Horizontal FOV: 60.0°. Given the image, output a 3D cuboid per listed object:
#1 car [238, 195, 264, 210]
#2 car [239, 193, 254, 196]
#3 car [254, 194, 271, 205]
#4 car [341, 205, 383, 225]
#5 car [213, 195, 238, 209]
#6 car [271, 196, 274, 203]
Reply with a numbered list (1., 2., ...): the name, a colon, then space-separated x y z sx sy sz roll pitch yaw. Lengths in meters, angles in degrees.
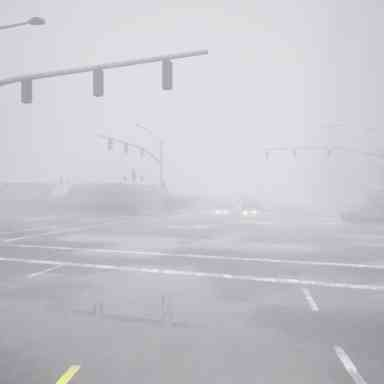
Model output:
1. car: 7.716 1.491 43.184 2.128 1.511 4.902 0 0 17
2. car: 9.548 1.221 61.117 2.150 2.045 5.566 0 0 16
3. car: 11.988 1.526 57.148 1.812 1.442 4.674 0 0 17
4. car: 12.919 1.613 23.736 4.181 1.385 1.994 0 0 17
5. car: 4.366 1.491 44.196 2.128 1.511 4.902 0 0 17
6. car: 16.583 1.516 71.957 1.812 1.442 4.674 0 0 17
